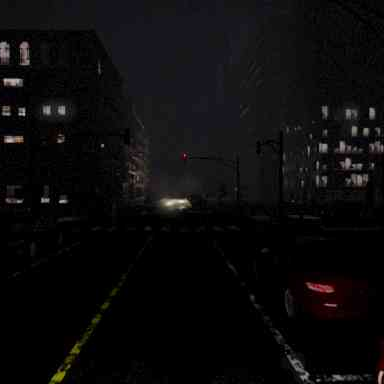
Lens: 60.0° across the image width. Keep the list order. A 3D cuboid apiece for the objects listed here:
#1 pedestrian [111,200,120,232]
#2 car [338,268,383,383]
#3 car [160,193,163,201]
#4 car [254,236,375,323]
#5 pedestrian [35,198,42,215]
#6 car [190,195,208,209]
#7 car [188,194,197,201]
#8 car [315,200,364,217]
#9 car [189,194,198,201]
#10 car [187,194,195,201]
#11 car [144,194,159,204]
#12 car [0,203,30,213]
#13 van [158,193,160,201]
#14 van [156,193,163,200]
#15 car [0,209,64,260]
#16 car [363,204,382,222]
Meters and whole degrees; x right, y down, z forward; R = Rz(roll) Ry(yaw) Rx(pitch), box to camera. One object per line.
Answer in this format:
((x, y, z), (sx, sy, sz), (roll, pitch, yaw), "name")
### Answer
((-4.338, 1.291, 18.567), (0.375, 1.860, 0.375), (-1, 1, -2), "pedestrian")
((2.649, 1.545, 1.403), (1.887, 1.381, 4.507), (-1, 0, -2), "car")
((-8.361, 1.477, 78.560), (1.887, 1.381, 4.507), (-1, 0, -2), "car")
((2.460, 1.581, 6.981), (1.802, 1.307, 4.206), (-1, 0, -2), "car")
((-8.788, 1.140, 19.011), (0.375, 1.860, 0.375), (-1, 1, -2), "pedestrian")
((1.132, 1.524, 45.022), (1.887, 1.381, 4.507), (-1, 0, -2), "car")
((-0.021, 1.372, 78.876), (1.967, 1.590, 4.097), (-1, 0, -2), "car")
((14.084, 1.550, 31.078), (4.892, 1.490, 1.837), (0, 1, -1), "car")
((0.939, 1.413, 50.664), (1.967, 1.590, 4.097), (-1, 0, -2), "car")
((-0.207, 1.361, 84.520), (1.967, 1.590, 4.097), (-1, 0, -2), "car")
((-7.785, 1.525, 61.633), (1.947, 1.339, 4.313), (-1, 0, -2), "car")
((-15.808, 1.558, 27.190), (4.718, 1.301, 1.895), (0, 1, 1), "car")
((-7.980, 1.292, 67.275), (1.690, 1.788, 3.998), (-1, 0, -2), "van")
((-8.747, 1.251, 89.847), (1.690, 1.788, 3.998), (-1, 0, -2), "van")
((-6.105, 1.549, 12.237), (2.008, 1.369, 4.403), (-1, 0, -2), "car")
((15.886, 1.696, 25.198), (4.403, 1.369, 2.008), (0, 1, -1), "car")
